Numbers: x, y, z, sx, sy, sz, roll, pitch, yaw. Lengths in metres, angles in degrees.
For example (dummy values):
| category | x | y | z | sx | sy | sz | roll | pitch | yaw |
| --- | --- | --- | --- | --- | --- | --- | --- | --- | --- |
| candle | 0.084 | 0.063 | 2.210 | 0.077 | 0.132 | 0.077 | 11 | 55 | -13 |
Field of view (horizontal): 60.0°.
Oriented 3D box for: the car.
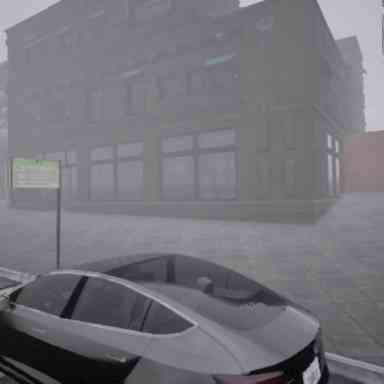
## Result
| category | x | y | z | sx | sy | sz | roll | pitch | yaw |
| --- | --- | --- | --- | --- | --- | --- | --- | --- | --- |
| car | -0.951 | 1.496 | 4.007 | 4.792 | 1.488 | 2.163 | 0 | 0 | 36 |
